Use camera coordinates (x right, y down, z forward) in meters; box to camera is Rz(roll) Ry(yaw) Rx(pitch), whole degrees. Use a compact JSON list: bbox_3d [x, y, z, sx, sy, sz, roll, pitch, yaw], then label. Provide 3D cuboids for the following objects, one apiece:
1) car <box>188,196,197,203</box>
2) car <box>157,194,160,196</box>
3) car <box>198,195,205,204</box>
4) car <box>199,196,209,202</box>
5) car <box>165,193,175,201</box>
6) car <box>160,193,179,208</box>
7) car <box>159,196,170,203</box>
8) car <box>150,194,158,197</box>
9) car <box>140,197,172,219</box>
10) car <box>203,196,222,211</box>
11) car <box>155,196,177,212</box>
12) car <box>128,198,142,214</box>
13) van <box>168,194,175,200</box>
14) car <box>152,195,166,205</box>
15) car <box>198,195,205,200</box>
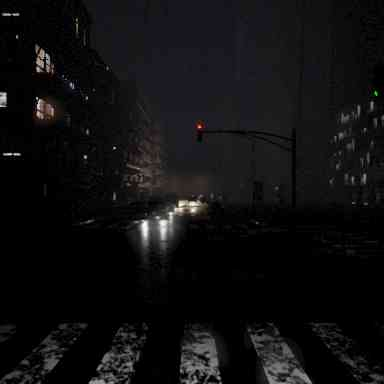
[{"bbox_3d":[0.120,1.549,69.808,2.033,1.411,5.357,0,0,0],"label":"car"},{"bbox_3d":[-5.691,1.312,52.333,2.192,1.841,5.009,-1,0,0],"label":"car"},{"bbox_3d":[2.662,1.551,63.685,2.008,1.369,4.403,-1,0,0],"label":"car"},{"bbox_3d":[2.665,1.548,74.984,1.887,1.381,4.507,-1,0,0],"label":"car"},{"bbox_3d":[-5.683,1.322,86.226,2.192,1.841,5.009,-1,0,0],"label":"car"},{"bbox_3d":[-3.078,1.218,49.456,2.150,2.045,5.566,0,0,0],"label":"car"},{"bbox_3d":[-5.684,1.583,69.279,1.802,1.307,4.206,-1,0,0],"label":"car"},{"bbox_3d":[-5.692,1.436,41.034,1.967,1.590,4.097,-1,0,0],"label":"car"},{"bbox_3d":[-3.092,1.500,29.354,1.837,1.490,4.892,0,0,0],"label":"car"},{"bbox_3d":[2.656,1.540,41.090,1.887,1.381,4.507,-1,0,0],"label":"car"},{"bbox_3d":[-3.086,1.521,39.109,1.812,1.442,4.674,0,0,0],"label":"car"},{"bbox_3d":[-5.692,1.540,35.385,1.887,1.381,4.507,-1,0,0],"label":"car"},{"bbox_3d":[-5.681,1.350,91.874,1.690,1.788,3.998,-1,0,0],"label":"van"},{"bbox_3d":[-5.688,1.439,57.981,1.967,1.590,4.097,-1,0,0],"label":"car"},{"bbox_3d":[2.668,1.534,92.101,1.752,1.417,4.829,-1,0,0],"label":"car"}]
